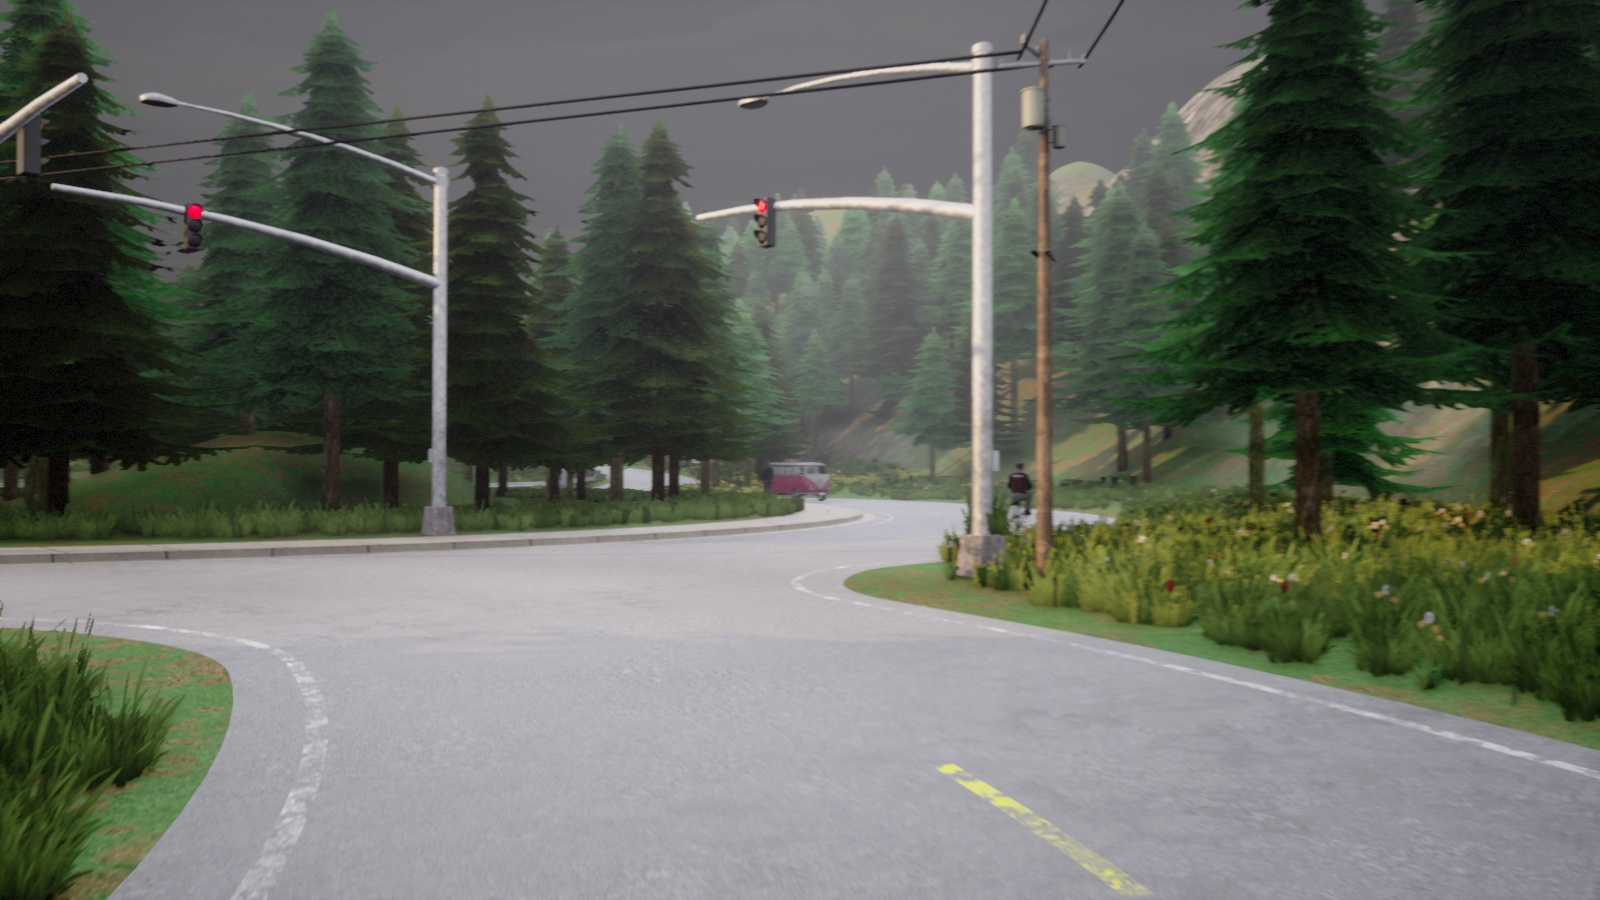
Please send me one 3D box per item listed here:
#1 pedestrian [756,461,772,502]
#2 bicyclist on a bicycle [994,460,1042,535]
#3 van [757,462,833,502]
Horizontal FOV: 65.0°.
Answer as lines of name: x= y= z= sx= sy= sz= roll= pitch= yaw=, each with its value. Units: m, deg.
pedestrian: x=-1.637 y=1.416 z=57.122 sx=0.402 sy=1.842 sz=0.726 roll=0 pitch=-1 yaw=-30
bicyclist on a bicycle: x=5.321 y=1.139 z=30.548 sx=0.659 sy=1.776 sz=1.843 roll=-1 pitch=-1 yaw=25
van: x=-0.306 y=1.610 z=63.751 sx=1.775 sy=1.987 sz=4.442 roll=0 pitch=-1 yaw=-32
